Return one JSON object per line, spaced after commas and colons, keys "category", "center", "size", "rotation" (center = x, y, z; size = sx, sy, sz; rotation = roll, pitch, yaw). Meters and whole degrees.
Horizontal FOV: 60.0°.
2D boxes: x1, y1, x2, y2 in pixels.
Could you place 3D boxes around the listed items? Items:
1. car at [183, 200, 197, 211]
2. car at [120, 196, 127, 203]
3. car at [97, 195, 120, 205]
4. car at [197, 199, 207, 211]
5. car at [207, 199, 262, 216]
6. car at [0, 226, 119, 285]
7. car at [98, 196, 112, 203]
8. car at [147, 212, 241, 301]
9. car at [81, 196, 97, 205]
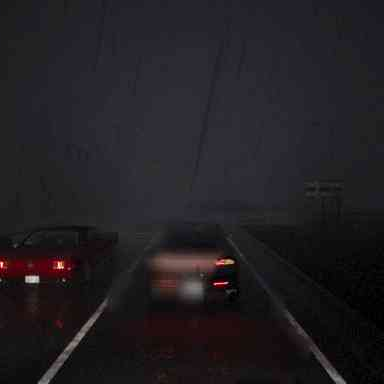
{"category": "car", "center": [1.025, 1.564, 39.231], "size": [4.181, 1.385, 1.994], "rotation": [0, 0, -1]}
{"category": "car", "center": [-14.977, 1.552, 70.359], "size": [1.994, 1.385, 4.181], "rotation": [0, 0, 0]}
{"category": "car", "center": [-14.994, 1.351, 60.211], "size": [2.097, 1.767, 4.553], "rotation": [0, 0, 0]}
{"category": "car", "center": [3.349, 1.477, 35.756], "size": [5.008, 1.535, 1.882], "rotation": [0, 0, -1]}
{"category": "car", "center": [4.307, 1.477, 32.267], "size": [5.008, 1.535, 1.882], "rotation": [0, 0, -1]}
{"category": "car", "center": [-3.432, 1.601, 9.415], "size": [1.895, 1.301, 4.718], "rotation": [0, 0, 0]}
{"category": "car", "center": [-18.477, 1.524, 70.626], "size": [1.812, 1.442, 4.674], "rotation": [0, 0, 0]}
{"category": "car", "center": [0.060, 1.492, 8.329], "size": [2.128, 1.511, 4.902], "rotation": [0, 0, 0]}
{"category": "car", "center": [-18.495, 1.477, 60.388], "size": [1.882, 1.535, 5.008], "rotation": [0, 0, 0]}
